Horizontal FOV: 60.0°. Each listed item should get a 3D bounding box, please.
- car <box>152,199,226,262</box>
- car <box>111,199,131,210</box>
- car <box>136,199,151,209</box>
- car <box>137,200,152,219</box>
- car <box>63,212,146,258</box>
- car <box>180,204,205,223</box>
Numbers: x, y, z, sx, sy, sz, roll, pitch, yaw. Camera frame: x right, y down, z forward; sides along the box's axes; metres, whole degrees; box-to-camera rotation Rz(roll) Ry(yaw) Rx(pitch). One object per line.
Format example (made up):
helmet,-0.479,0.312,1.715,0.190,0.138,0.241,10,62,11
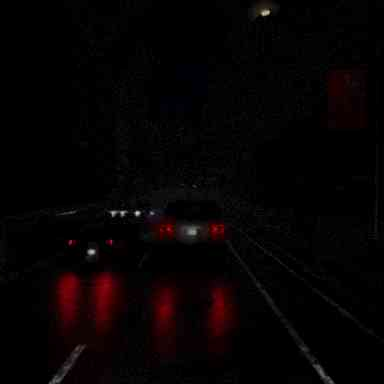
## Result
car,0.033,1.273,12.410,2.150,2.045,5.566,0,0,1
car,-9.850,1.733,46.377,2.033,1.411,5.357,0,0,0
car,-6.593,1.663,46.847,1.882,1.535,5.008,0,0,0
car,-3.198,1.705,28.921,1.994,1.385,4.181,0,0,1
car,-3.209,1.653,12.929,1.895,1.301,4.718,0,0,1
car,0.041,1.736,27.932,1.895,1.301,4.718,0,0,1
